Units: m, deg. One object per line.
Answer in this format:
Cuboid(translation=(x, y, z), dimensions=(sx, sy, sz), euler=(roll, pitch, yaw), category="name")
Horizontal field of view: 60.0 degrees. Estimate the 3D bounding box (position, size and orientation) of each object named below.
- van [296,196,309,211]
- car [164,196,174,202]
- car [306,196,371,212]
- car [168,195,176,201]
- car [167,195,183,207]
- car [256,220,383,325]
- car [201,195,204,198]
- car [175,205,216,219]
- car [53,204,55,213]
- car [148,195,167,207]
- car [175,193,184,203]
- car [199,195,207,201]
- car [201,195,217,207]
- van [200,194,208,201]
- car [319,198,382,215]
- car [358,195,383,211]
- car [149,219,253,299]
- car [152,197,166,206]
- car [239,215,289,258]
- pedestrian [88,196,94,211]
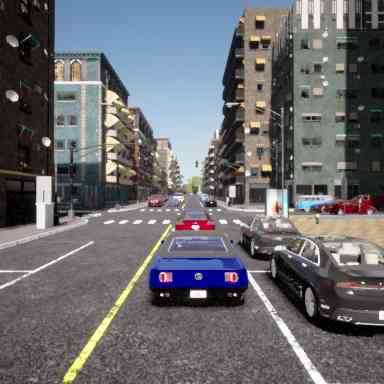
Cuboid(translation=(13.888, 1.296, 37.544), dimensions=(3.998, 1.788, 1.690), euler=(0, 0, 1), category="van")
Cuboid(translation=(-5.418, 1.597, 78.684), dimensions=(1.947, 1.339, 4.313), euler=(1, 0, 0), category="car")
Cuboid(translation=(15.289, 1.453, 34.946), dimensions=(5.357, 1.411, 2.033), euler=(0, -1, 1), category="car")
Cuboid(translation=(-5.381, 1.603, 89.826), dimensions=(1.947, 1.339, 4.313), euler=(1, 0, 0), category="car")
Cuboid(translation=(-2.924, 1.566, 51.731), dimensions=(2.033, 1.411, 5.357), euler=(0, 0, 0), category="car")
Cuboid(translation=(2.854, 1.553, 6.998), dimensions=(2.008, 1.369, 4.403), euler=(1, 0, 0), category="car")
Cuboid(translation=(2.888, 1.603, 56.332), dimensions=(1.802, 1.307, 4.206), euler=(1, 0, 0), category="car")
Cuboid(translation=(0.152, 1.570, 17.249), dimensions=(1.994, 1.385, 4.181), euler=(0, 0, 0), category="car")
Cuboid(translation=(-16.989, 1.512, 35.309), dimensions=(4.553, 1.767, 2.097), euler=(-1, -1, 0), category="car")
Cuboid(translation=(-5.507, 1.334, 50.829), dimensions=(2.192, 1.841, 5.009), euler=(1, 0, 0), category="car")
Cuboid(translation=(-2.770, 1.249, 69.343), dimensions=(2.150, 2.045, 5.566), euler=(0, 0, 0), category="car")
Cuboid(translation=(2.999, 1.582, 89.758), dimensions=(1.887, 1.381, 4.507), euler=(1, 0, 0), category="car")
Cuboid(translation=(2.869, 1.585, 50.761), dimensions=(1.947, 1.339, 4.313), euler=(1, 0, 0), category="car")
Cuboid(translation=(2.965, 1.373, 78.618), dimensions=(1.690, 1.788, 3.998), euler=(1, 0, 0), category="van")
Cuboid(translation=(13.800, 1.413, 29.163), dimensions=(4.206, 1.307, 1.802), euler=(0, 0, 1), category="car")
Cuboid(translation=(19.415, 1.228, 37.487), dimensions=(5.009, 1.841, 2.192), euler=(0, 0, 1), category="car")
Cuboid(translation=(0.127, 1.603, 8.386), dimensions=(1.895, 1.301, 4.718), euler=(0, 0, 0), category="car")
Cuboid(translation=(-5.492, 1.566, 56.400), dimensions=(1.887, 1.381, 4.507), euler=(1, 0, 0), category="car")
Cuboid(translation=(2.872, 1.555, 12.568), dimensions=(2.008, 1.369, 4.403), euler=(1, 0, 0), category="car")
Cuboid(translation=(-12.393, 1.347, 40.777), dimensions=(0.375, 1.860, 0.375), euler=(0, 0, 1), category="pedestrian")
